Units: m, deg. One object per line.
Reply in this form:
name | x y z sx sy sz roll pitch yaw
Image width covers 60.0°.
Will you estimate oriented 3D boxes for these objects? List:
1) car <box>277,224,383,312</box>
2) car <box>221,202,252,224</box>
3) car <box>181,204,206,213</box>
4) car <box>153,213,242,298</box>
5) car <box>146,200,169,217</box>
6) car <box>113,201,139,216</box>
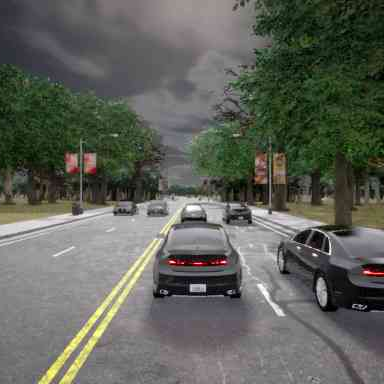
car | 3.360 1.513 7.703 1.837 1.490 4.892 0 0 0
car | 3.384 1.554 25.438 1.837 1.490 4.892 0 0 0
car | 0.133 1.614 25.878 1.994 1.385 4.181 0 0 0
car | 0.111 1.514 8.503 1.837 1.490 4.892 0 0 0
car | -3.308 1.571 32.596 1.837 1.490 4.892 0 0 0
car | -6.555 1.632 33.250 1.994 1.385 4.181 0 0 0
